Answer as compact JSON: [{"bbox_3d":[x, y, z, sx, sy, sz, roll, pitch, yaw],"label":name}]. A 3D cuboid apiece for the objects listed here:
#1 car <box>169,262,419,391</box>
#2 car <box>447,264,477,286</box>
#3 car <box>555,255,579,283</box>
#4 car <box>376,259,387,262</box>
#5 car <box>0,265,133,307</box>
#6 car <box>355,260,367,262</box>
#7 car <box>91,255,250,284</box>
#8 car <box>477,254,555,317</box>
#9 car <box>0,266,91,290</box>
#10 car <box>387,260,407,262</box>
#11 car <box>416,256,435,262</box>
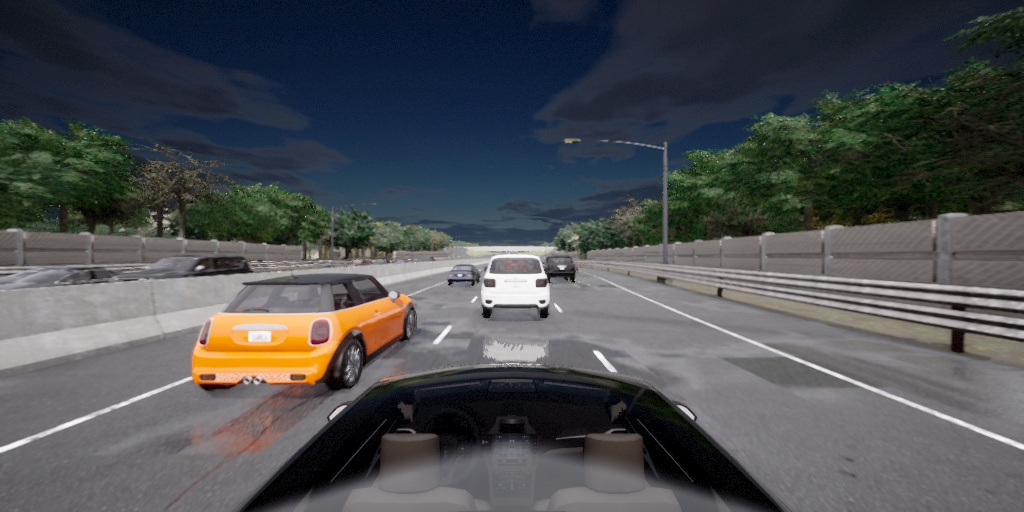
[{"bbox_3d":[-3.394,1.102,6.952,2.097,1.767,4.553,0,0,0],"label":"car"},{"bbox_3d":[-3.338,1.301,25.547,2.033,1.411,5.357,0,0,0],"label":"car"},{"bbox_3d":[3.573,0.977,28.119,2.150,2.045,5.566,0,0,0],"label":"car"},{"bbox_3d":[-20.720,1.314,57.412,1.837,1.490,4.892,0,0,1],"label":"car"},{"bbox_3d":[-21.073,1.240,16.451,2.128,1.511,4.902,0,0,0],"label":"car"},{"bbox_3d":[-24.220,1.334,56.959,1.812,1.442,4.674,0,0,1],"label":"car"},{"bbox_3d":[-14.077,0.970,15.765,2.150,2.045,5.566,0,0,0],"label":"car"},{"bbox_3d":[0.116,0.971,13.275,2.150,2.045,5.566,0,0,0],"label":"car"},{"bbox_3d":[-17.580,1.253,14.203,1.837,1.490,4.892,0,0,0],"label":"car"},{"bbox_3d":[-17.235,1.355,56.120,2.033,1.411,5.357,0,0,1],"label":"car"},{"bbox_3d":[-13.726,1.030,57.185,2.150,2.045,5.566,0,0,1],"label":"car"}]
